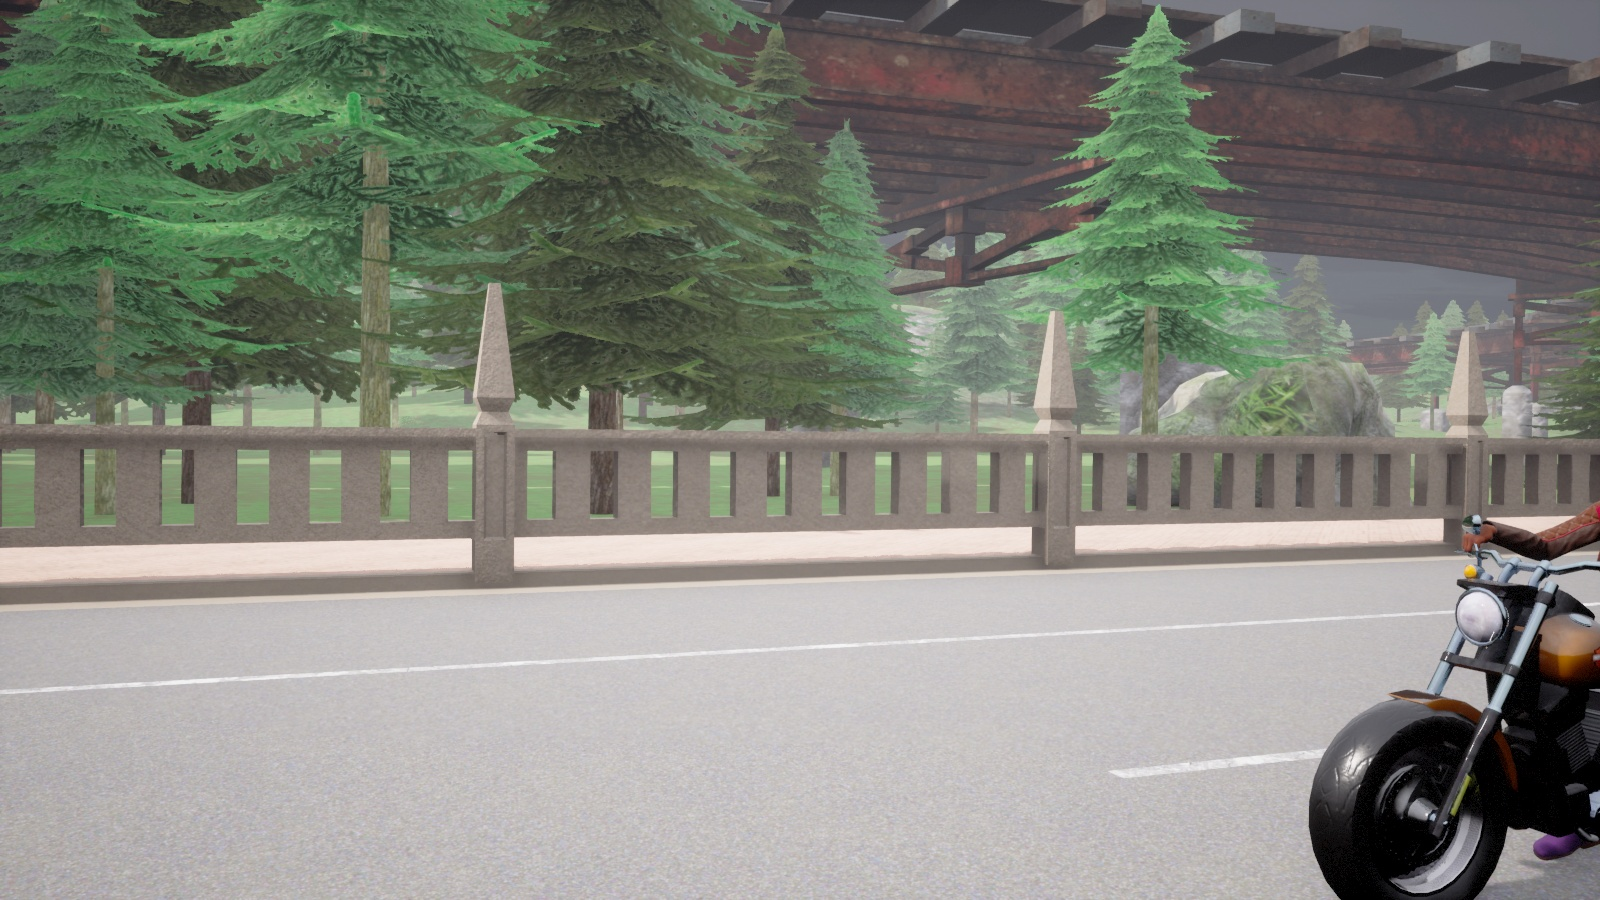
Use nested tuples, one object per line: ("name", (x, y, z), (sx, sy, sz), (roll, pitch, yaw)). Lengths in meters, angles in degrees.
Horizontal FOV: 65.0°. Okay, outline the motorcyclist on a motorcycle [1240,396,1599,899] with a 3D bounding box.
("motorcyclist on a motorcycle", (2.716, 0.650, 4.271), (2.350, 1.649, 0.766), (-1, 1, -21))
